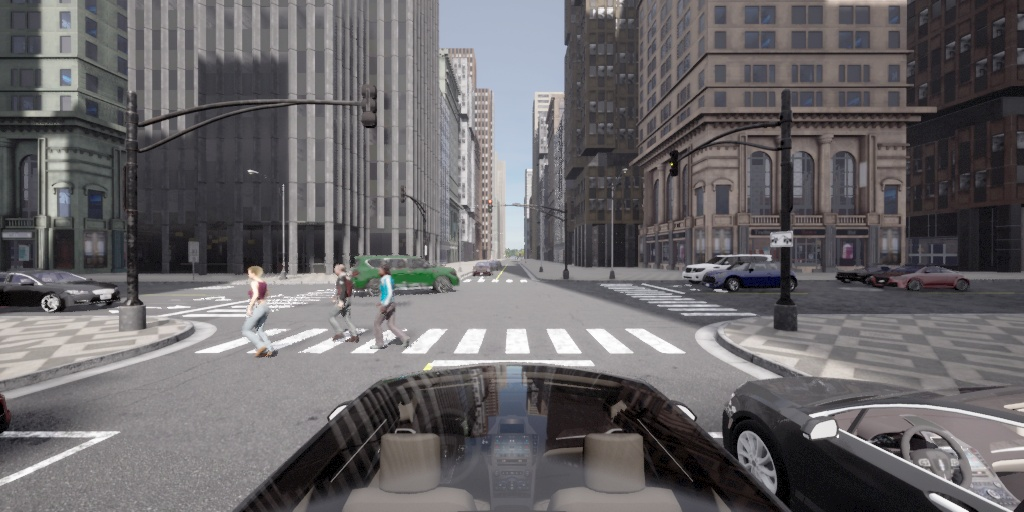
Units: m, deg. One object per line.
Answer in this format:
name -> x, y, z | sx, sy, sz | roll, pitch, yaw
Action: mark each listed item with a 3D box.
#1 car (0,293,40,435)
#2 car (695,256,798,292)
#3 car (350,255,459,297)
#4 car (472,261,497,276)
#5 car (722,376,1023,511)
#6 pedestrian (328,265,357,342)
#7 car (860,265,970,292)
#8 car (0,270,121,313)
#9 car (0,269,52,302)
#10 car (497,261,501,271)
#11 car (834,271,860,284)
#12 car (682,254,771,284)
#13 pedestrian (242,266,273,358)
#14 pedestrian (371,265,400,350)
car -> -5.764, 1.190, 1.565 | 1.967, 1.591, 4.097 | 0, 0, 0
car -> 13.354, 1.053, 20.361 | 4.553, 1.767, 2.097 | 0, 0, 0
car -> -5.662, 0.986, 19.083 | 5.566, 2.045, 2.150 | -1, 1, -24
car -> -2.902, 1.298, 36.844 | 2.033, 1.411, 5.357 | 0, 0, 0
car -> 2.762, 1.300, 1.550 | 2.007, 1.370, 4.403 | 0, 0, 0
pedestrian -> -3.906, 1.052, 8.242 | 0.375, 1.860, 0.375 | 0, 0, 0
car -> 22.964, 1.239, 20.342 | 4.181, 1.385, 1.994 | 0, 0, 0
car -> -18.012, 1.308, 13.736 | 4.902, 1.511, 2.128 | 0, 0, 0
car -> -25.789, 1.373, 17.006 | 5.357, 1.411, 2.033 | 0, 0, 0
car -> -2.852, 1.317, 48.582 | 1.994, 1.385, 4.181 | 0, 0, 0
car -> 24.274, 1.260, 23.579 | 4.718, 1.301, 1.895 | 0, 0, 0
car -> 14.290, 0.907, 23.610 | 5.566, 2.045, 2.150 | 0, 0, 0
pedestrian -> -5.005, 1.043, 7.044 | 0.375, 1.860, 0.375 | 0, 0, 0
pedestrian -> -2.690, 1.049, 7.640 | 0.375, 1.860, 0.375 | 0, 0, 0
